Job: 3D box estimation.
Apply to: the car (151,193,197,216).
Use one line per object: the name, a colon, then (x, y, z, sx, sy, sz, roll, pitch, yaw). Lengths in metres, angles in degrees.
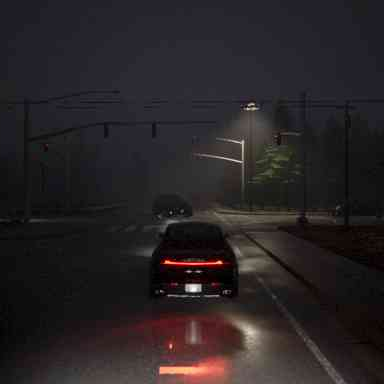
car: (-1.974, 1.239, 29.881, 2.150, 2.045, 5.566, -1, 0, -25)

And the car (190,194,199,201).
car: (0.574, 1.355, 80.928, 2.097, 1.767, 4.553, 0, 0, 2)

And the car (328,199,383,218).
car: (14.588, 1.379, 29.638, 4.553, 1.767, 2.097, 0, 0, 1)

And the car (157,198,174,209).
car: (-3.593, 1.564, 45.466, 1.994, 1.385, 4.181, 0, 0, 0)

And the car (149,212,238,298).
car: (0.048, 1.501, 8.502, 1.837, 1.490, 4.892, 0, 0, 1)

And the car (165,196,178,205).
car: (-3.541, 1.505, 58.543, 1.837, 1.490, 4.892, 0, 0, 1)

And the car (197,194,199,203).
car: (0.301, 1.224, 70.535, 2.150, 2.045, 5.566, 0, 0, 2)

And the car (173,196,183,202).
car: (-3.187, 1.566, 74.226, 1.895, 1.301, 4.718, 0, 0, 2)
